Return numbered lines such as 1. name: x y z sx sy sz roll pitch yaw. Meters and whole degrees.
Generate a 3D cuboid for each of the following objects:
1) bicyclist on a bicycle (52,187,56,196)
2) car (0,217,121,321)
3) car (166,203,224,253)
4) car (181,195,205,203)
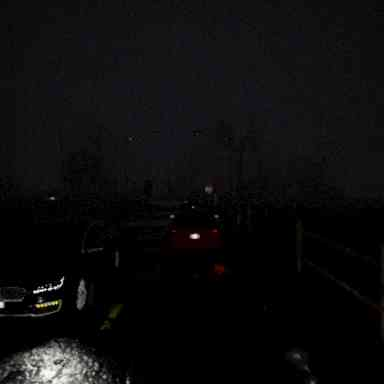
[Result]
1. bicyclist on a bicycle: -22.613 0.033 54.487 0.582 1.620 1.656 1 1 0
2. car: -2.854 1.374 7.335 1.837 1.490 4.892 0 1 0
3. car: 0.093 1.343 12.561 1.994 1.385 4.181 0 1 0
4. car: 0.090 0.987 29.334 2.128 1.511 4.902 0 1 0
